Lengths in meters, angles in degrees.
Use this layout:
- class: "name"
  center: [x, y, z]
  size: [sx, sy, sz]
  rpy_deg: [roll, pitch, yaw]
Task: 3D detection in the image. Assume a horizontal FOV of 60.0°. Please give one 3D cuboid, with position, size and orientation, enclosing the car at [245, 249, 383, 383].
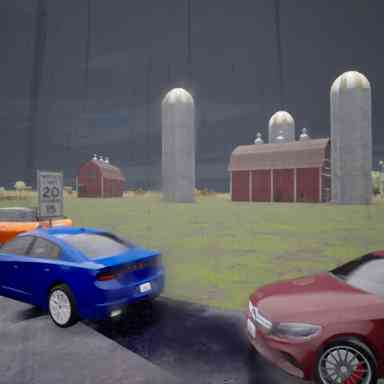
- class: "car"
  center: [3.090, 1.557, 4.616]
  size: [4.674, 1.442, 1.812]
  rpy_deg: [1, 0, -7]

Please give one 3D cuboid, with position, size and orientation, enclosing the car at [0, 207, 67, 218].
- class: "car"
  center: [-6.841, 1.364, 13.023]
  size: [4.553, 1.767, 2.097]
  rpy_deg: [0, 0, 23]

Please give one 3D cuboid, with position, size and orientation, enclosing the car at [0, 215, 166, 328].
- class: "car"
  center: [-2.877, 1.480, 7.045]
  size: [5.008, 1.535, 1.882]
  rpy_deg: [0, 0, 33]
